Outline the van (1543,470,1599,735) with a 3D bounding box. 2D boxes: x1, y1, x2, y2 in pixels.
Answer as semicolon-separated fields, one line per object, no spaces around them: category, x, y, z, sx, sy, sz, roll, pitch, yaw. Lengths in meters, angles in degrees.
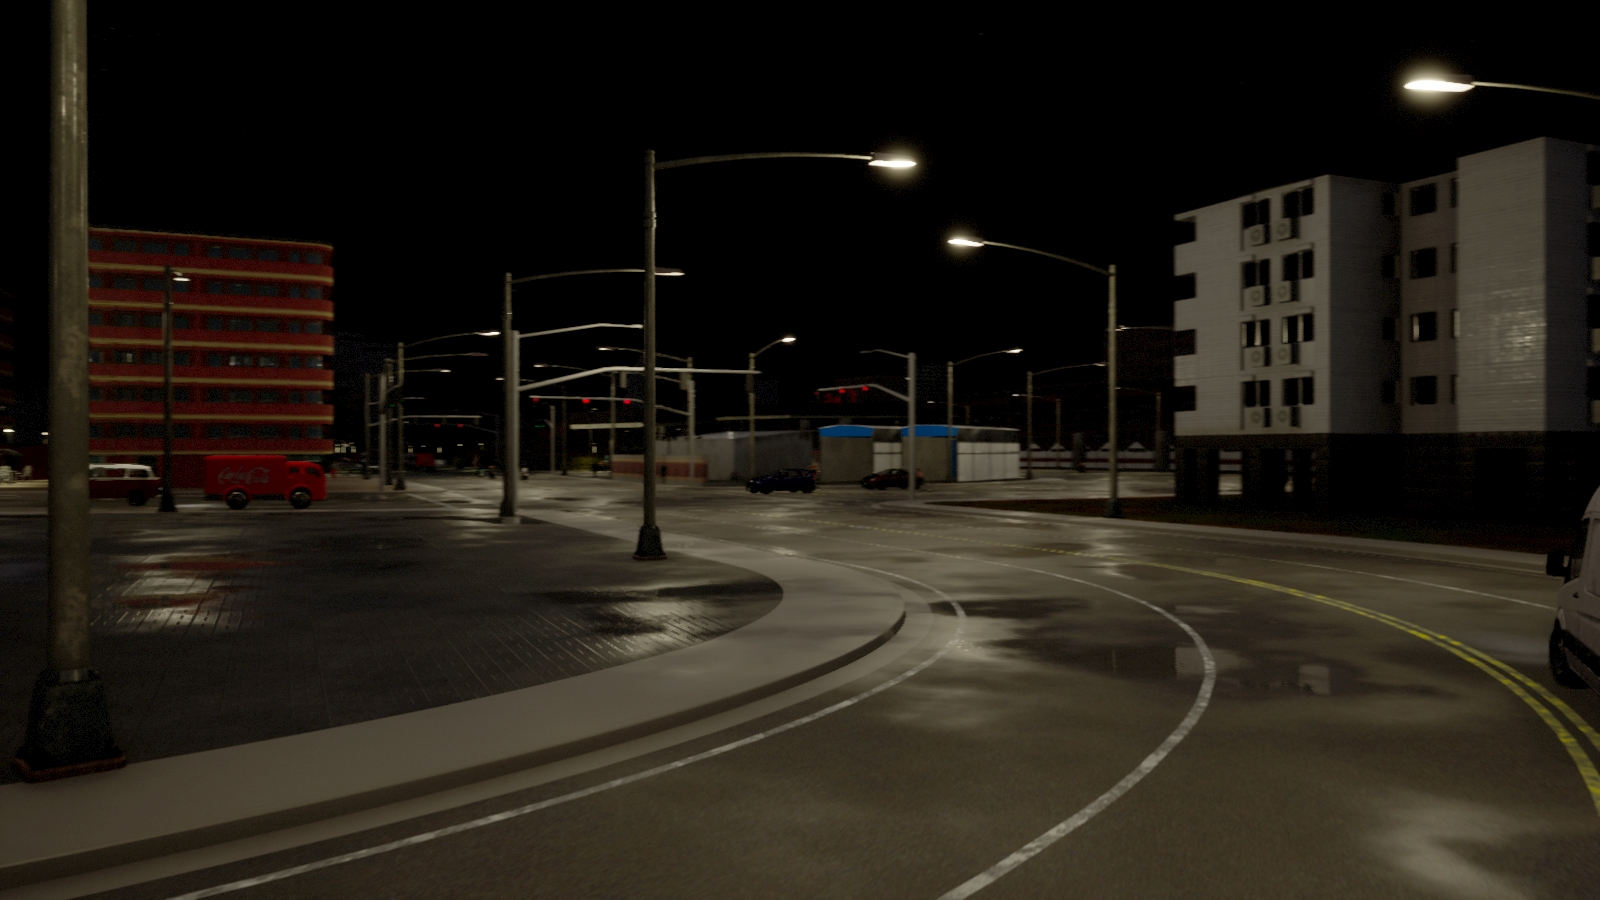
van;9.114;1.539;11.502;1.988;2.561;5.915;0;0;26
